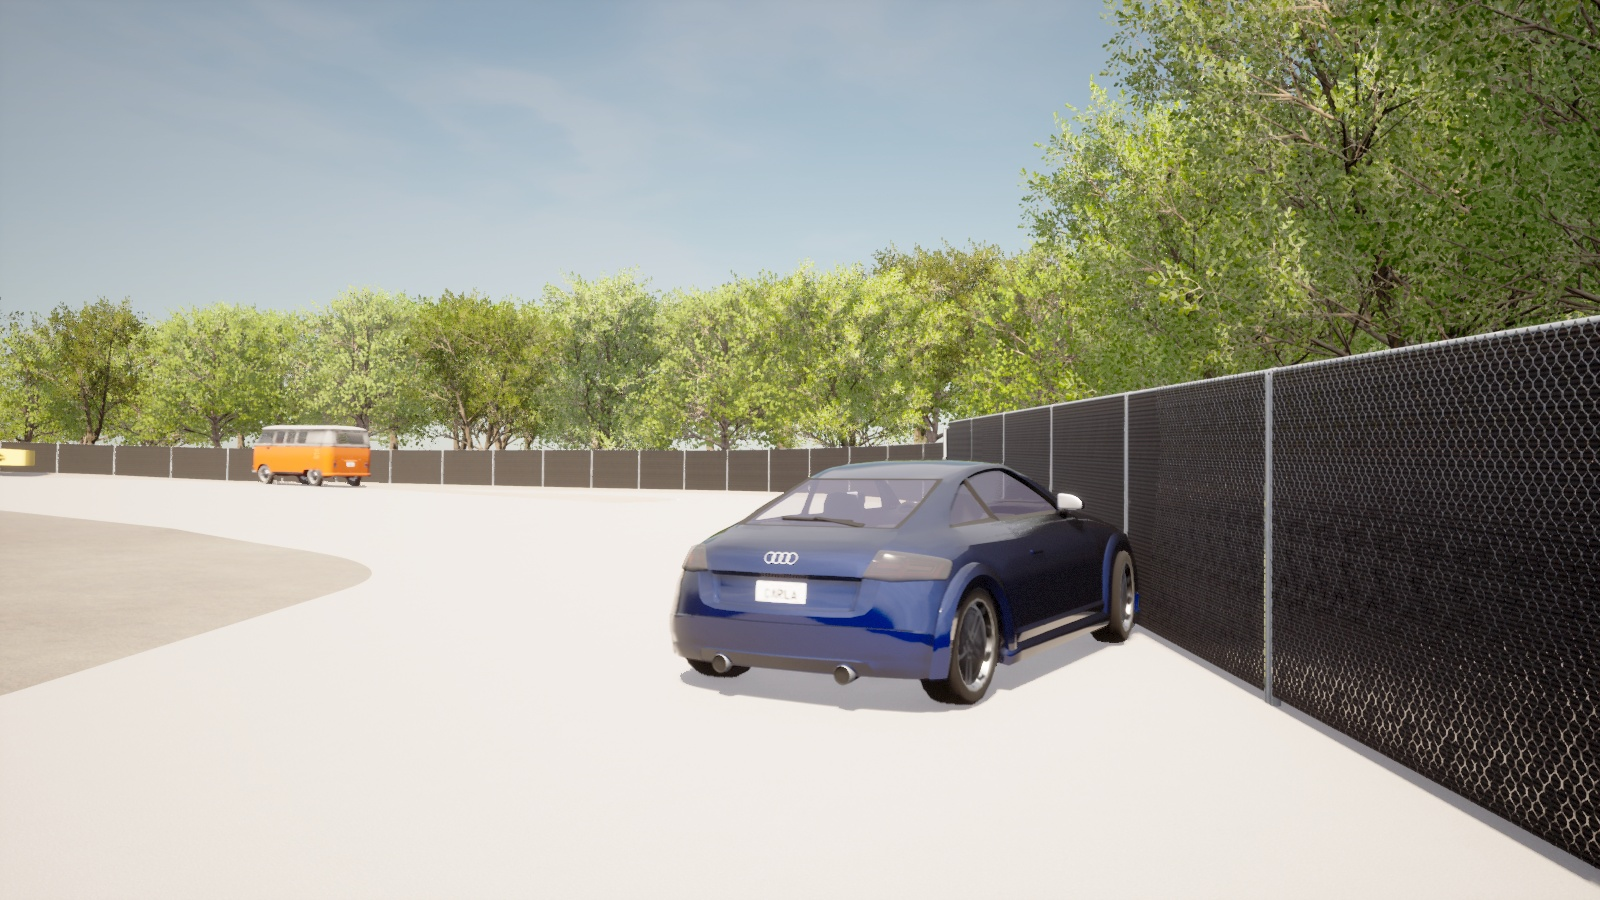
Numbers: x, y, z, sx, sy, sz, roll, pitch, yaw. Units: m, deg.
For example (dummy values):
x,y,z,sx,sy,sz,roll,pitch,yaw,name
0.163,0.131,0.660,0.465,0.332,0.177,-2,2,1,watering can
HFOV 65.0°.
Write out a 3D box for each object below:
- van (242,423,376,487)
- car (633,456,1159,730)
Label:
x,y,z,sx,sy,sz,roll,pitch,yaw,name
-16.164,0.153,41.281,4.442,1.987,1.775,1,-1,33,van
0.939,0.759,8.839,1.994,1.385,4.181,0,0,31,car
